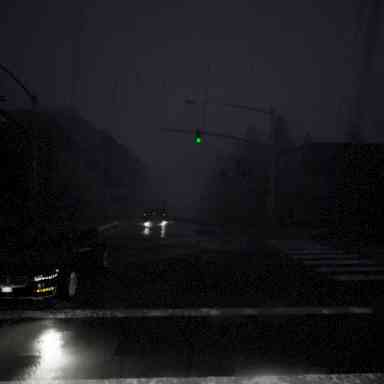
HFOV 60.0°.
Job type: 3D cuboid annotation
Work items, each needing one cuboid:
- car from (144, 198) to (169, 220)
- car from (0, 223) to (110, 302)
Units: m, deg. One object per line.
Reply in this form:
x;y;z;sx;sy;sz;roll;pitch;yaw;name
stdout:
-3.521;1.676;33.780;2.150;2.045;5.566;0;0;0;car
-3.506;1.630;8.735;1.837;1.490;4.892;0;-1;0;car
